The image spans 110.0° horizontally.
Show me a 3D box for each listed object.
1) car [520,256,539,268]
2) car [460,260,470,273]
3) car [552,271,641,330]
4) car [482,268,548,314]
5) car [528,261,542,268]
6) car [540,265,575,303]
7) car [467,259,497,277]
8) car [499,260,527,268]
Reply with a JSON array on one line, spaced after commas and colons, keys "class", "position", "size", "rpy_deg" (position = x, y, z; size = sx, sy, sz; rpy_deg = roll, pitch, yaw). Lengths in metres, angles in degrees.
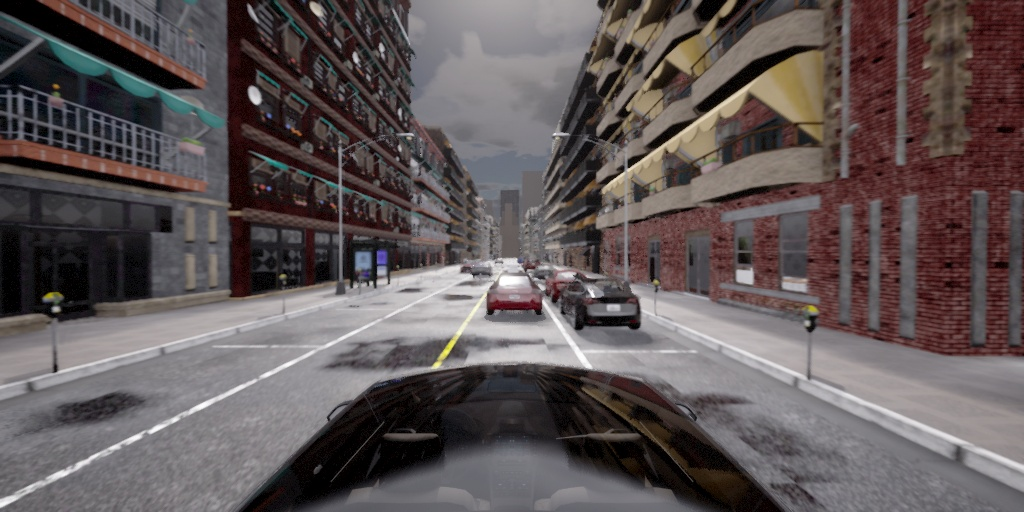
[{"class": "car", "position": [2.535, 1.106, 44.956], "size": [2.192, 1.841, 5.009], "rpy_deg": [0, 0, 0]}, {"class": "car", "position": [-5.335, 1.231, 45.187], "size": [1.967, 1.591, 4.097], "rpy_deg": [0, 0, 0]}, {"class": "car", "position": [2.527, 1.323, 10.970], "size": [1.948, 1.339, 4.313], "rpy_deg": [0, 0, 0]}, {"class": "car", "position": [0.088, 1.324, 13.819], "size": [1.994, 1.385, 4.181], "rpy_deg": [0, 0, 0]}, {"class": "car", "position": [2.520, 1.324, 27.963], "size": [2.007, 1.370, 4.403], "rpy_deg": [0, 0, 0]}, {"class": "car", "position": [2.525, 1.308, 16.634], "size": [1.888, 1.381, 4.507], "rpy_deg": [0, 0, 0]}, {"class": "car", "position": [-2.861, 1.328, 35.492], "size": [2.033, 1.411, 5.357], "rpy_deg": [0, 0, 0]}, {"class": "car", "position": [0.083, 1.301, 29.707], "size": [1.812, 1.442, 4.674], "rpy_deg": [0, 0, 0]}]
